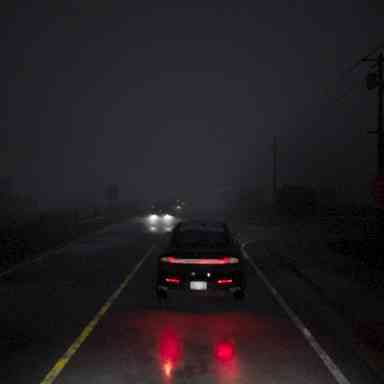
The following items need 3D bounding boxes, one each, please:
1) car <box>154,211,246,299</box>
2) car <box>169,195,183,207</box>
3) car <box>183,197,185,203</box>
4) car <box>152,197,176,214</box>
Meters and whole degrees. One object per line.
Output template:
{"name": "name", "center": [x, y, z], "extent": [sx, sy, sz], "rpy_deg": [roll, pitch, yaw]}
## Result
{"name": "car", "center": [0.267, 1.481, 8.454], "extent": [2.128, 1.511, 4.902], "rpy_deg": [0, 0, 4]}
{"name": "car", "center": [-2.856, 1.287, 51.035], "extent": [2.097, 1.767, 4.553], "rpy_deg": [0, 0, 1]}
{"name": "car", "center": [-2.538, 1.398, 67.812], "extent": [1.882, 1.535, 5.008], "rpy_deg": [0, 0, 1]}
{"name": "car", "center": [-3.101, 1.556, 35.276], "extent": [1.895, 1.301, 4.718], "rpy_deg": [0, 0, 1]}
